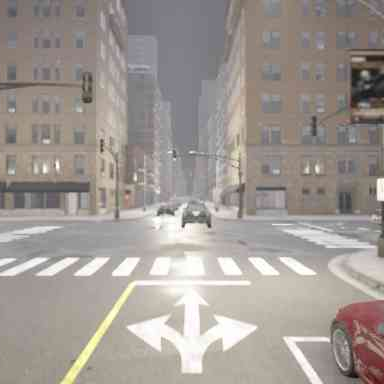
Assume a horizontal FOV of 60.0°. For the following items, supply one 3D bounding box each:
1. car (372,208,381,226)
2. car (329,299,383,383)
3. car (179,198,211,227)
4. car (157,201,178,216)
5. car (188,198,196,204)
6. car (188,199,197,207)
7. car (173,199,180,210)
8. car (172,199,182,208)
[{"bbox_3d":[15.329,1.438,22.639,5.566,2.045,2.150,0,-1,-1],"label":"car"},{"bbox_3d":[2.669,1.610,2.774,1.802,1.307,4.206,0,-1,0],"label":"car"},{"bbox_3d":[0.320,1.601,25.274,2.097,1.767,4.553,0,-1,1],"label":"car"},{"bbox_3d":[-2.858,1.972,37.295,1.895,1.301,4.718,0,-1,0],"label":"car"},{"bbox_3d":[-0.004,2.158,78.812,1.812,1.442,4.674,0,-1,0],"label":"car"},{"bbox_3d":[0.055,2.186,68.390,1.837,1.490,4.892,0,-1,0],"label":"car"},{"bbox_3d":[-2.904,2.033,48.753,2.033,1.411,5.357,0,0,0],"label":"car"},{"bbox_3d":[-2.930,2.152,64.858,1.837,1.490,4.892,0,1,0],"label":"car"}]
